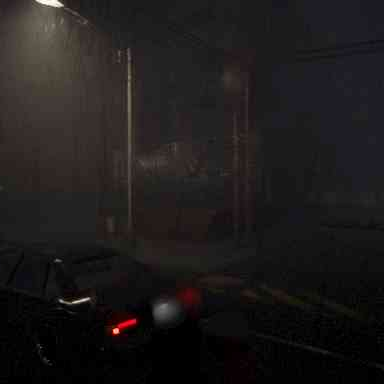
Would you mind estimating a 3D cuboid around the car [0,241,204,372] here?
[{"bbox_3d":[-2.411,1.582,5.711,5.357,1.411,2.033,0,0,35],"label":"car"}]
